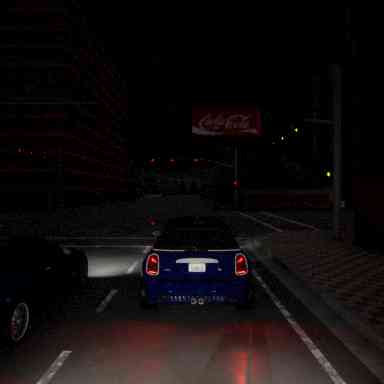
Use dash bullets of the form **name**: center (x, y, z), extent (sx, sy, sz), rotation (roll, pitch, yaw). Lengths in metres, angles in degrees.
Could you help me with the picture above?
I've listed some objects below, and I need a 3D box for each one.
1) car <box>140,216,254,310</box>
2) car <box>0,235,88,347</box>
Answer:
- **car**: center (0.085, 1.352, 7.977), extent (2.097, 1.767, 4.553), rotation (0, 0, 0)
- **car**: center (-3.420, 1.526, 6.181), extent (1.812, 1.442, 4.674), rotation (0, 0, 0)
